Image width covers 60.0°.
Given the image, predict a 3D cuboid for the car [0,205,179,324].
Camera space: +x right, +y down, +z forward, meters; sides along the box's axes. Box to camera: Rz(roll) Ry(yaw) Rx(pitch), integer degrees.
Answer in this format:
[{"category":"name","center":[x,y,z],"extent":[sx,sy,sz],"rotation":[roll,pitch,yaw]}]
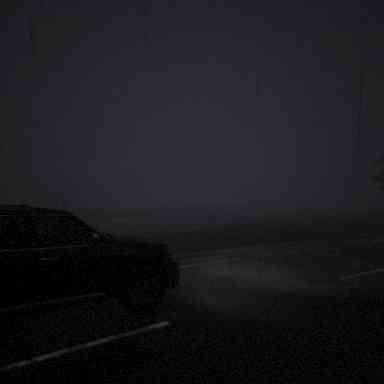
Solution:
[{"category":"car","center":[-2.917,1.250,5.942],"extent":[5.566,2.045,2.150],"rotation":[0,0,-36]}]
